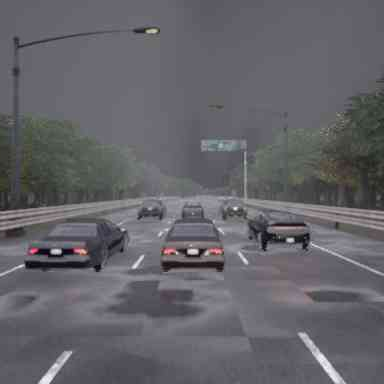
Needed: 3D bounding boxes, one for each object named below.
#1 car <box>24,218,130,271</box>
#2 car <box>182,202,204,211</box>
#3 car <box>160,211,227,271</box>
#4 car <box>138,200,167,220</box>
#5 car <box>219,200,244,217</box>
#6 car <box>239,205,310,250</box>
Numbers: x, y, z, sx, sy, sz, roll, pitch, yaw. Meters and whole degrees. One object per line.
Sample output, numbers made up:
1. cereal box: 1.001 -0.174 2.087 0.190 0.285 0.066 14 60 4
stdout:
1. car: -3.451 1.580 11.021 2.033 1.411 5.357 0 0 1
2. car: 0.079 1.590 29.749 2.128 1.511 4.902 0 0 0
3. car: 0.049 1.580 11.020 2.033 1.411 5.357 0 0 1
4. car: -3.423 1.448 29.438 2.097 1.767 4.553 0 0 0
5. car: 3.578 1.447 29.442 2.097 1.767 4.553 0 0 0
6. car: 3.573 1.534 14.454 2.128 1.511 4.902 0 0 0
